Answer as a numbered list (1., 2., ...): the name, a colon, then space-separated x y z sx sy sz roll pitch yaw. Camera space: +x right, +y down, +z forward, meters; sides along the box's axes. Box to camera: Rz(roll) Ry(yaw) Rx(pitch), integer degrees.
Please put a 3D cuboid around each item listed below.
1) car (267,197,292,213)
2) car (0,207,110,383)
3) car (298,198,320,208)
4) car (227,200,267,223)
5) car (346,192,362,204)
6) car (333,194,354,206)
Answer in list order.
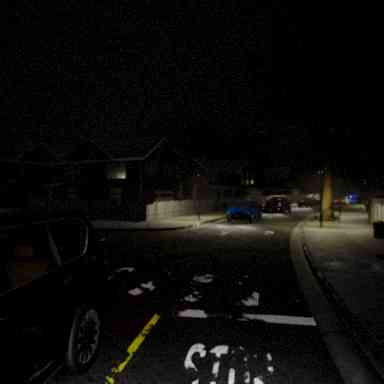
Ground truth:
1. car: 9.113 1.283 35.608 2.097 1.767 4.553 0 0 31
2. car: -2.529 1.216 2.780 2.150 2.045 5.566 0 0 7
3. car: 16.431 1.479 46.853 1.895 1.301 4.718 0 0 35
4. car: 4.168 1.437 25.799 1.882 1.535 5.008 0 0 24
5. car: 29.244 1.004 60.274 2.150 2.045 5.566 0 0 35
6. car: 23.526 1.435 52.074 1.895 1.301 4.718 0 0 35
